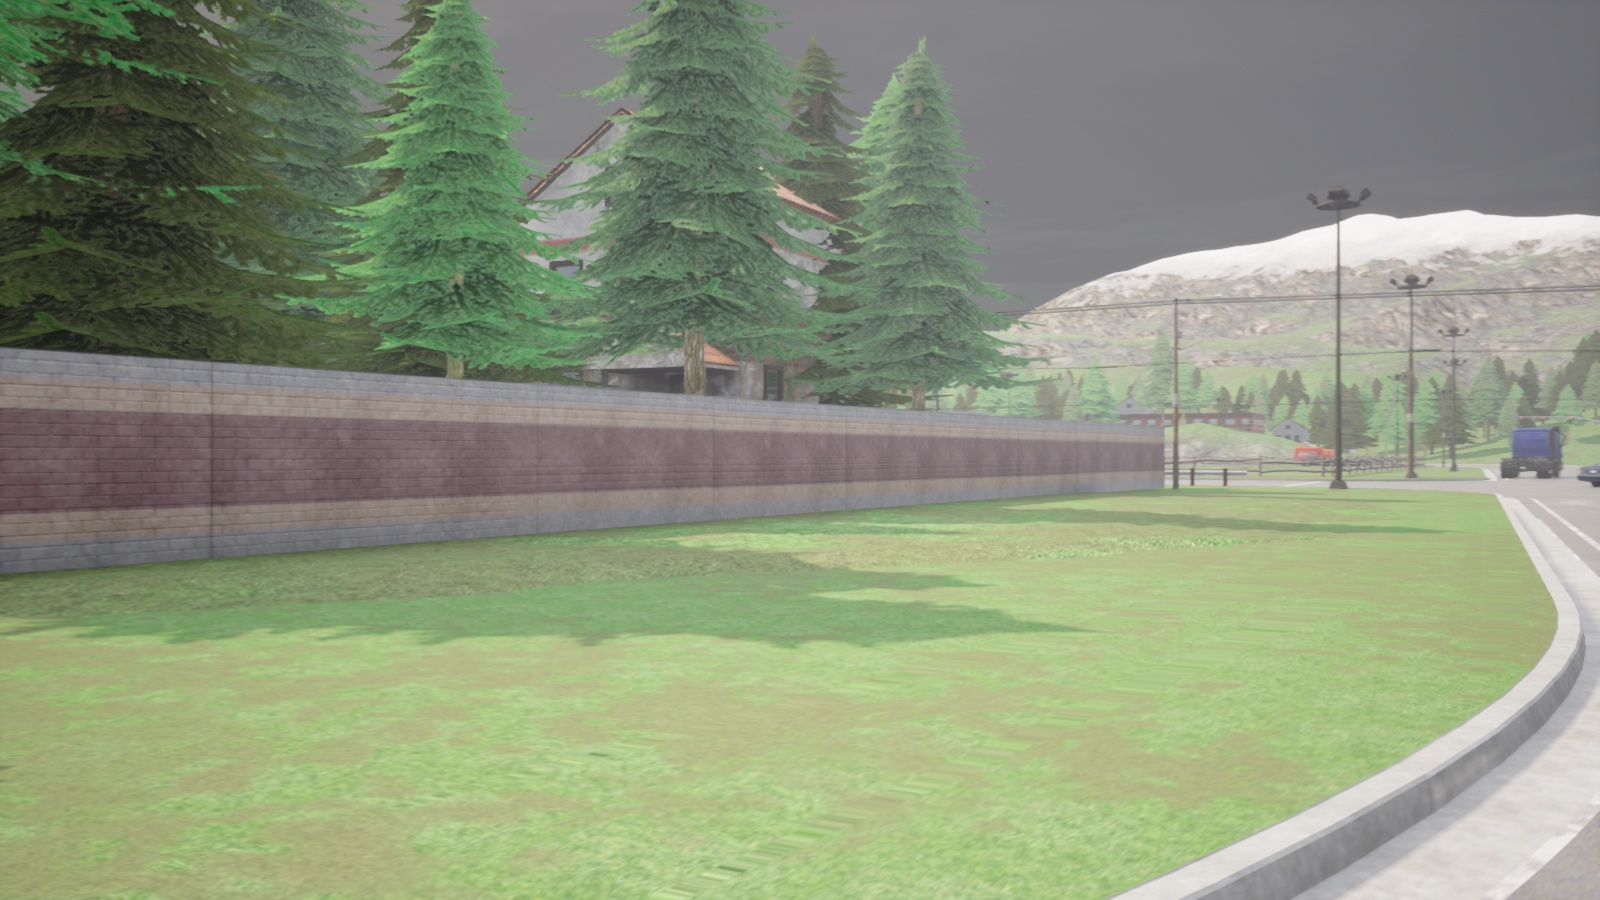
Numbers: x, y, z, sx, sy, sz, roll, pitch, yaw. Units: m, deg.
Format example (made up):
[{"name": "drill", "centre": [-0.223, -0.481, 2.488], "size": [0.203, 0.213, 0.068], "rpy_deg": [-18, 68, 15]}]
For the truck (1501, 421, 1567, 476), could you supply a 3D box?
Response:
[{"name": "truck", "centre": [48.842, -0.080, 83.457], "size": [2.891, 3.462, 7.936], "rpy_deg": [0, 0, 37]}]

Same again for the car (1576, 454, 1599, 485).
[{"name": "car", "centre": [39.048, 0.887, 58.408], "size": [5.357, 1.411, 2.033], "rpy_deg": [0, 0, -17]}]
